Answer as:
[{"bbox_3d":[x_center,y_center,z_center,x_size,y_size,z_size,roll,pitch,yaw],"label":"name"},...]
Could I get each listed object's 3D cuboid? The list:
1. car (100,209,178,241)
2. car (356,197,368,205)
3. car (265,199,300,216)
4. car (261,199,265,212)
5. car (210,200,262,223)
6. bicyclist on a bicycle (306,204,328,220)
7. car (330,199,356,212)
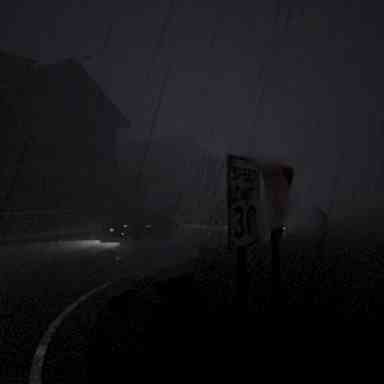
[{"bbox_3d":[-2.537,1.558,16.795,1.994,1.385,4.181,-1,0,35],"label":"car"},{"bbox_3d":[23.262,1.694,47.336,1.895,1.301,4.718,-1,-1,35],"label":"car"},{"bbox_3d":[9.525,1.565,33.985,1.837,1.490,4.892,-1,0,35],"label":"car"},{"bbox_3d":[8.138,1.545,37.034,1.816,1.474,4.193,6,3,33],"label":"car"},{"bbox_3d":[3.159,1.531,24.922,1.837,1.490,4.892,-1,0,35],"label":"car"},{"bbox_3d":[6.502,1.462,17.284,1.656,1.620,0.582,3,1,35],"label":"bicyclist on a bicycle"},{"bbox_3d":[17.653,1.587,39.248,1.812,1.442,4.674,-1,-1,36],"label":"car"}]
